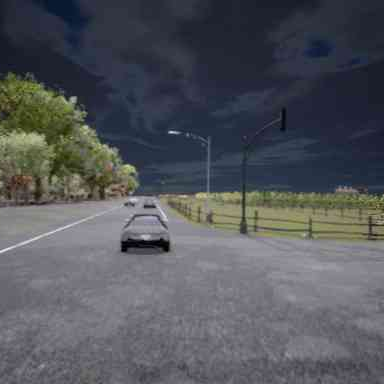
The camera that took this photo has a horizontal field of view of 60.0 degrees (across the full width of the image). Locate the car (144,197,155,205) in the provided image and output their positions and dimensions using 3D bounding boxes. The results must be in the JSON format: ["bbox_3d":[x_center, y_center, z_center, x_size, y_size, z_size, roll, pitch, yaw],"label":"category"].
[{"bbox_3d":[-9.307,1.909,72.869,2.097,1.767,4.553,1,-1,-7],"label":"car"}]

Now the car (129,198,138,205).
[{"bbox_3d":[-12.960,2.016,73.878,1.812,1.442,4.674,1,-1,-7],"label":"car"}]

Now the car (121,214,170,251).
[{"bbox_3d":[-2.016,1.678,14.702,1.994,1.385,4.181,1,-1,-7],"label":"car"}]

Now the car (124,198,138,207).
[{"bbox_3d":[-11.268,1.993,60.505,1.895,1.301,4.718,1,-1,-7],"label":"car"}]

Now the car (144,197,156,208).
[{"bbox_3d":[-7.187,1.996,56.507,1.994,1.385,4.181,1,-1,-7],"label":"car"}]
